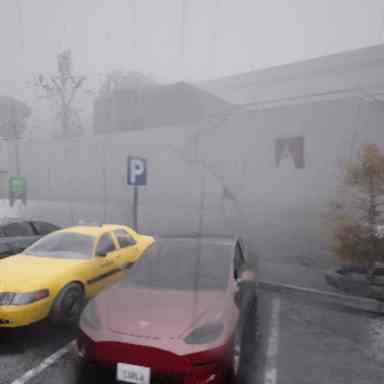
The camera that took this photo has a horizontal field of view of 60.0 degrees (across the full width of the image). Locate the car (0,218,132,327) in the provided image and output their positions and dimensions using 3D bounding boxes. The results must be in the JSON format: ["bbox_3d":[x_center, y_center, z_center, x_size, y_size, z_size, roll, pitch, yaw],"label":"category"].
[{"bbox_3d":[-2.420,1.429,7.316,1.946,1.575,5.366,1,0,16],"label":"car"}]

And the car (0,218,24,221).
[{"bbox_3d":[-4.803,1.432,9.261,2.163,1.488,4.792,1,0,16],"label":"car"}]

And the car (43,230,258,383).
[{"bbox_3d":[0.046,1.493,5.733,2.163,1.488,4.792,1,0,16],"label":"car"}]
